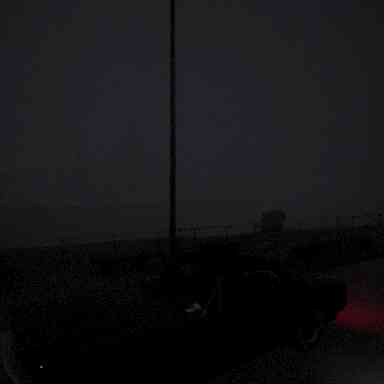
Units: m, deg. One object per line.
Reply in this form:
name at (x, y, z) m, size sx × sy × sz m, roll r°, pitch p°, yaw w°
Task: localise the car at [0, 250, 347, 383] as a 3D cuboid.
car at (0.054, 1.602, 4.640) m, size 4.718 × 1.301 × 1.895 m, roll 0°, pitch 0°, yaw -36°
